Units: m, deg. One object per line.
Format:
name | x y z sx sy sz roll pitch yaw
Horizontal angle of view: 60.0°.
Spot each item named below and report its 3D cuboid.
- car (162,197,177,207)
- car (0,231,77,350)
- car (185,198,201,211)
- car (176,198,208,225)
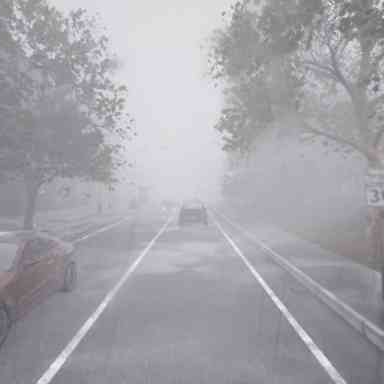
car | -3.275 1.442 49.649 1.882 1.535 5.008 0 0 3
car | -3.590 1.520 6.135 1.812 1.442 4.674 0 0 0
car | 0.123 1.488 41.660 1.812 1.442 4.674 0 0 1
car | 0.094 1.456 23.672 1.882 1.535 5.008 0 0 0
